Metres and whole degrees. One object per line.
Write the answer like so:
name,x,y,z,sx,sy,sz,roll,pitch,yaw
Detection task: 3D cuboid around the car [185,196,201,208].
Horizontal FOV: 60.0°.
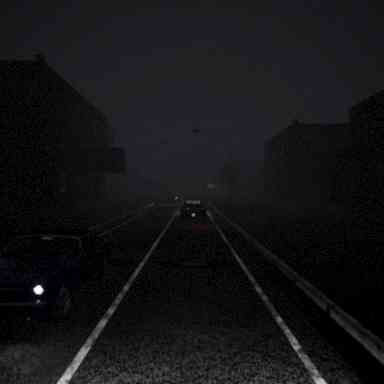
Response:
car,0.095,1.215,41.510,1.895,1.301,4.718,0,1,0

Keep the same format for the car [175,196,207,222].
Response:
car,0.098,1.288,24.543,2.128,1.511,4.902,0,0,0

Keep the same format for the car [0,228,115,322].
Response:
car,-3.087,1.533,7.211,1.895,1.301,4.718,1,1,-1

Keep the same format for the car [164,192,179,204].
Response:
car,-3.076,0.854,50.454,2.097,1.767,4.553,0,1,0
